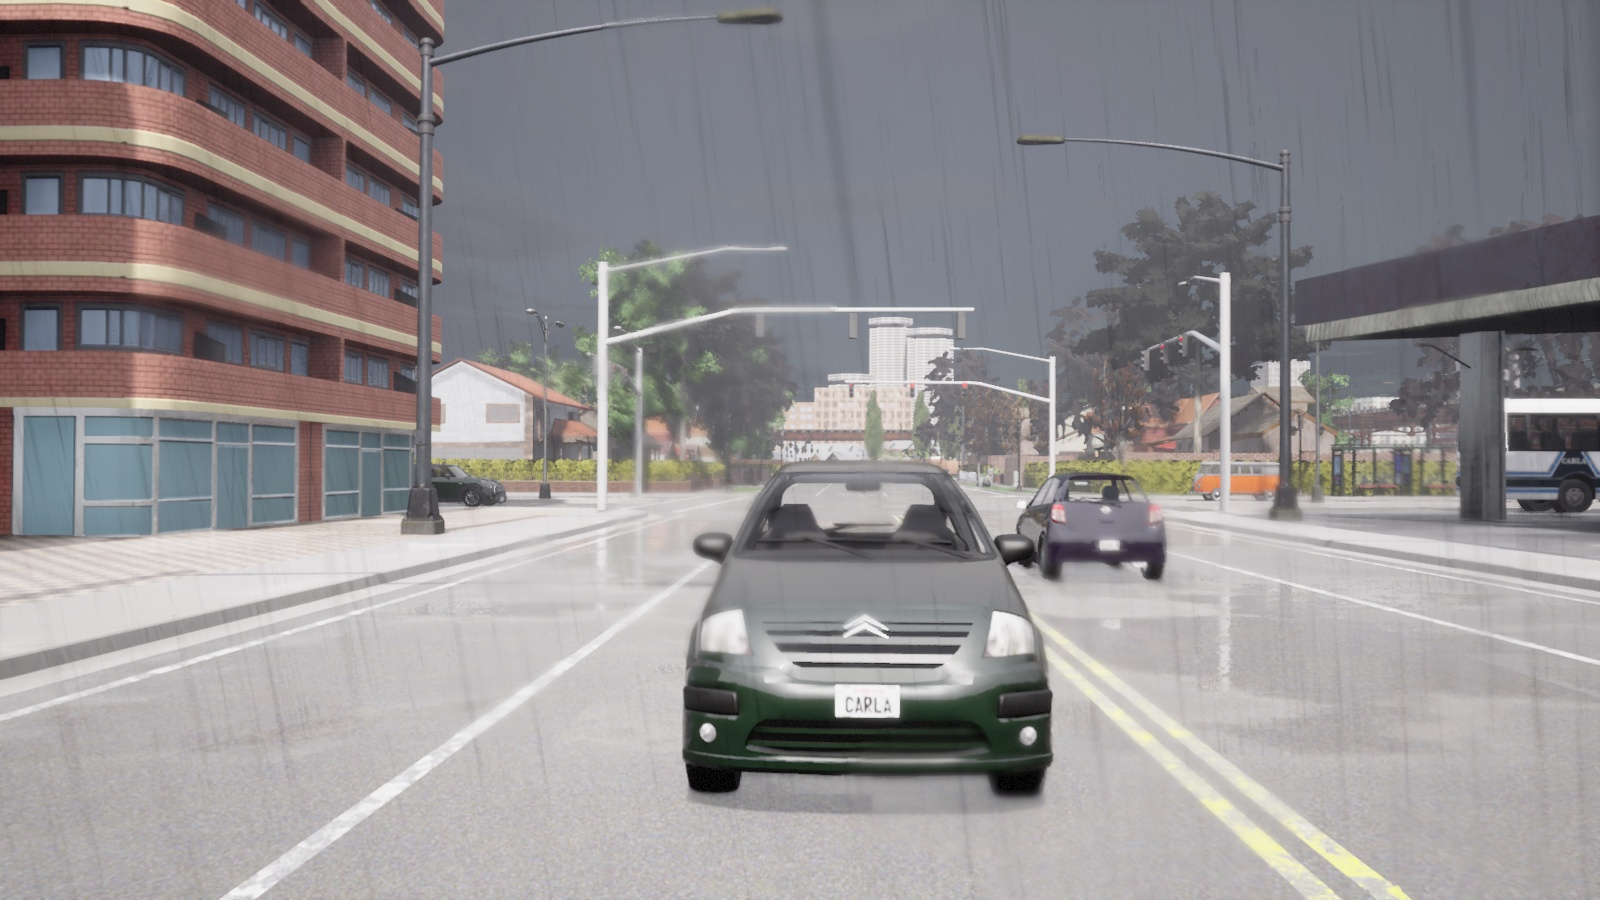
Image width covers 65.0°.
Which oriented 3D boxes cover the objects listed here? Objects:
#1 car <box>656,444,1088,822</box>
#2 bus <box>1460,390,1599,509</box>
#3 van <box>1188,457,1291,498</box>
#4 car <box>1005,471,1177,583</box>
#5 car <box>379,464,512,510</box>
[{"bbox_3d":[0.367,0.815,7.403,1.851,1.617,3.988,0,-1,2],"label":"car"},{"bbox_3d":[30.782,-0.010,46.750,10.273,4.253,3.944,0,-1,3],"label":"bus"},{"bbox_3d":[21.721,1.381,62.193,4.442,1.987,1.775,0,-1,3],"label":"van"},{"bbox_3d":[4.243,1.082,18.867,1.845,1.501,3.633,0,-1,2],"label":"car"},{"bbox_3d":[-13.776,1.438,49.027,4.553,1.767,2.097,0,-1,4],"label":"car"}]
